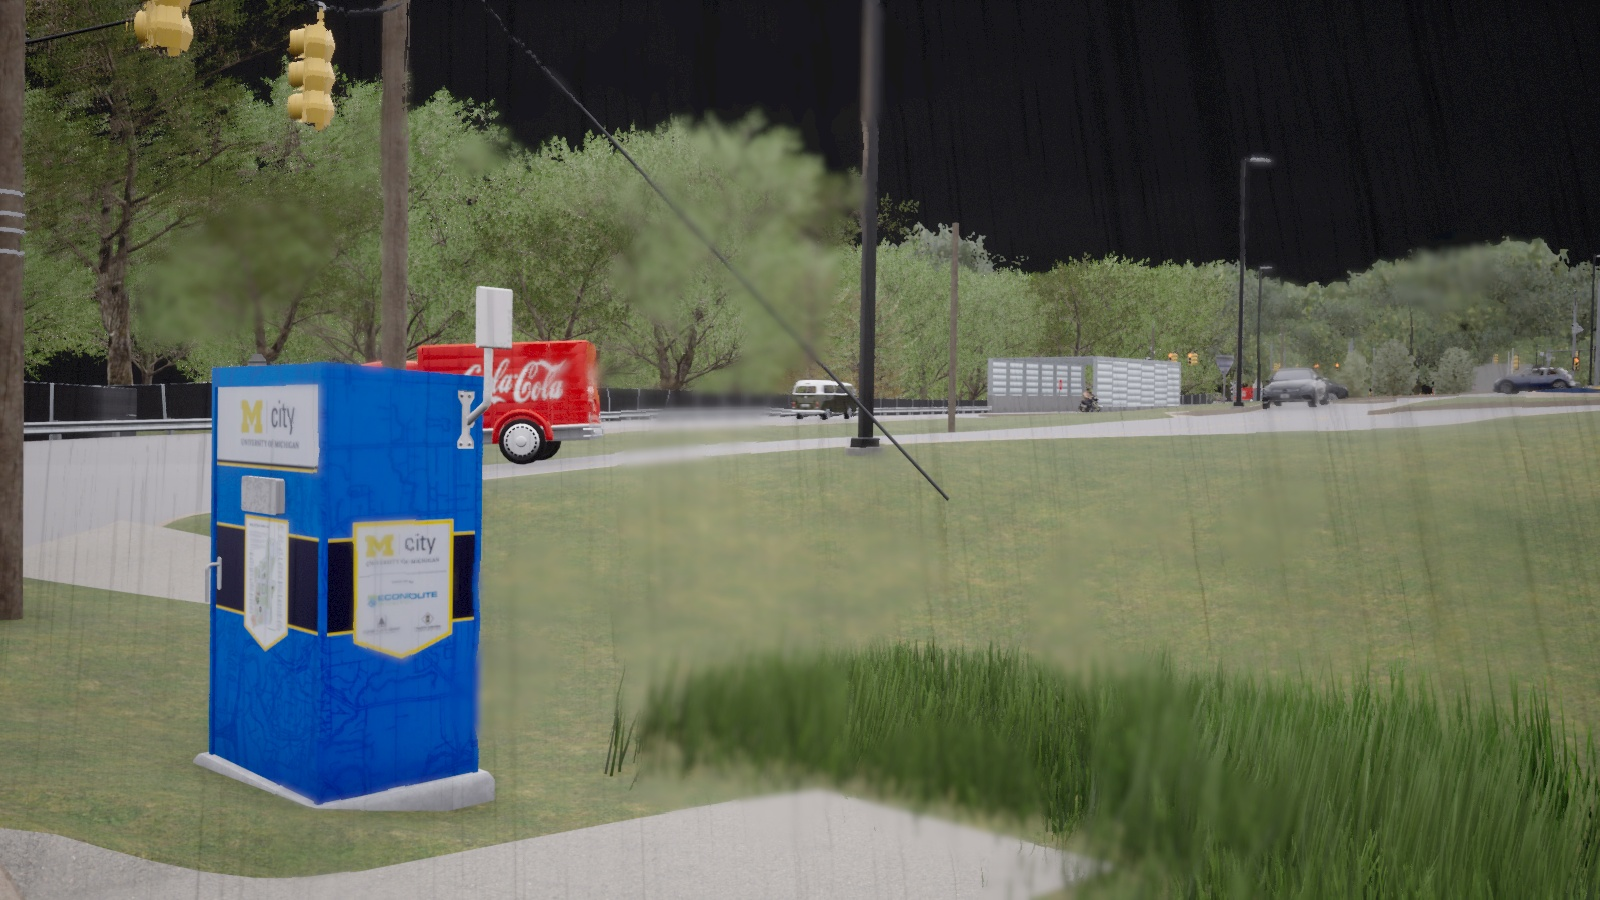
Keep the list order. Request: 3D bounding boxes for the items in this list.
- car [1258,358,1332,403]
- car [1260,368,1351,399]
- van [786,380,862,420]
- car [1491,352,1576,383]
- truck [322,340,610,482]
[{"bbox_3d":[18.189,-2.586,46.031,1.812,1.442,4.674,-2,3,30],"label":"car"},{"bbox_3d":[31.013,-4.053,77.171,4.892,1.490,1.837,-4,1,15],"label":"car"},{"bbox_3d":[1.312,-2.622,65.375,2.069,2.038,4.480,1,3,29],"label":"van"},{"bbox_3d":[41.813,-4.700,71.601,3.806,1.475,1.970,-2,2,40],"label":"car"},{"bbox_3d":[-6.767,-0.801,26.066,5.204,2.467,2.627,-4,1,-3],"label":"truck"}]
